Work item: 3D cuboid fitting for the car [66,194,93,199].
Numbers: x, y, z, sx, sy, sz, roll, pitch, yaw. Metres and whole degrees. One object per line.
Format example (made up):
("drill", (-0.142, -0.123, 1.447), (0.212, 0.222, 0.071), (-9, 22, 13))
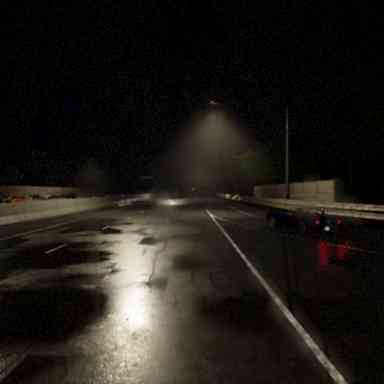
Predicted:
("car", (-17.596, 1.370, 52.163), (1.994, 1.385, 4.181), (0, 0, 0))

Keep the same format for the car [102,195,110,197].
("car", (-17.580, 1.346, 67.854), (1.895, 1.301, 4.718), (0, 0, 0))

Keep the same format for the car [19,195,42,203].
("car", (-24.584, 1.407, 52.086), (1.895, 1.301, 4.718), (0, 0, 0))

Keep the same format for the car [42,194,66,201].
("car", (-21.093, 1.332, 52.046), (1.812, 1.442, 4.674), (0, 0, 0))

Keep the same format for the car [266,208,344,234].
("car", (6.128, 1.530, 18.785), (1.895, 1.301, 4.718), (0, 0, -18))

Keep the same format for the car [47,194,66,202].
("car", (-28.085, 1.224, 68.947), (1.882, 1.535, 5.008), (0, 0, 0))

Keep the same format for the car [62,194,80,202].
("car", (-24.580, 1.250, 67.871), (1.837, 1.490, 4.892), (0, 0, 0))

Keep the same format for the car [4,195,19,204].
("car", (-28.071, 1.280, 53.355), (1.882, 1.535, 5.008), (0, 0, 0))
